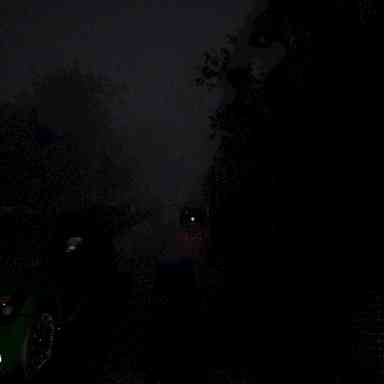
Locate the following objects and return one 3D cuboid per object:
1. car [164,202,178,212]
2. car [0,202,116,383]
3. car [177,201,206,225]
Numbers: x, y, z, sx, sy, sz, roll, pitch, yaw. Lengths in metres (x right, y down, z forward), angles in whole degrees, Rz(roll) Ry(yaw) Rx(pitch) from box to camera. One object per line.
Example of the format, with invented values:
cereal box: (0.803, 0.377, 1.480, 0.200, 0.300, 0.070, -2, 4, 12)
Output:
car: (-2.932, 2.126, 48.074, 1.812, 1.442, 4.674, 0, -2, 1)
car: (-2.865, 1.232, 5.795, 2.150, 2.045, 5.566, 0, 0, 0)
car: (0.047, 1.682, 25.857, 1.837, 1.490, 4.892, 0, -1, 0)
